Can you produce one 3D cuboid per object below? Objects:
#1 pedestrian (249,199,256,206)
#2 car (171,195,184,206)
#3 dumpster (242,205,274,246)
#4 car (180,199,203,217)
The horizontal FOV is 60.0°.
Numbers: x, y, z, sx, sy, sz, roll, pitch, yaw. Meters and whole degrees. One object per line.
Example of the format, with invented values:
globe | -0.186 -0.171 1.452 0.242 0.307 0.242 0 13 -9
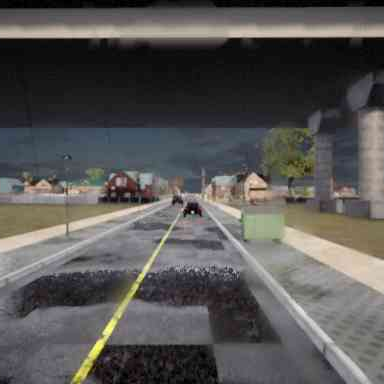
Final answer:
pedestrian | 2.967 1.232 16.361 0.375 1.860 0.375 1 -1 0
car | -2.755 1.584 64.626 2.150 2.045 5.566 0 0 0
dumpster | 2.996 1.481 15.337 1.020 1.700 1.940 -1 -1 0
car | 0.083 1.704 33.122 1.812 1.442 4.674 0 0 0
